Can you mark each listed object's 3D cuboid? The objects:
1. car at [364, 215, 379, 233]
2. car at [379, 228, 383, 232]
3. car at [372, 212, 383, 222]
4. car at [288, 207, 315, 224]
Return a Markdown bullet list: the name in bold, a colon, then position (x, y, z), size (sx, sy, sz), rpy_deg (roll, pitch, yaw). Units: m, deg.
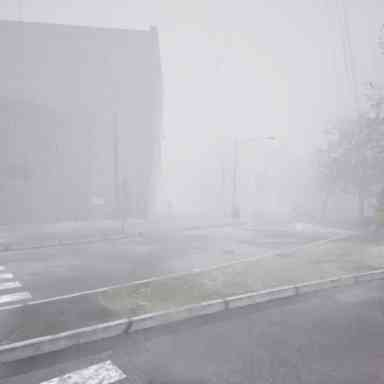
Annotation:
- **car**: position (13.652, 1.982, 21.210), size (1.882, 1.535, 5.008), rpy_deg (4, -2, -32)
- **car**: position (6.242, 1.379, 6.718), size (4.553, 1.767, 2.097), rpy_deg (0, -1, -29)
- **car**: position (32.358, 4.173, 53.840), size (5.357, 1.411, 2.033), rpy_deg (3, -2, 5)
- **car**: position (10.751, 2.262, 32.866), size (2.128, 1.511, 4.902), rpy_deg (2, -2, 6)
